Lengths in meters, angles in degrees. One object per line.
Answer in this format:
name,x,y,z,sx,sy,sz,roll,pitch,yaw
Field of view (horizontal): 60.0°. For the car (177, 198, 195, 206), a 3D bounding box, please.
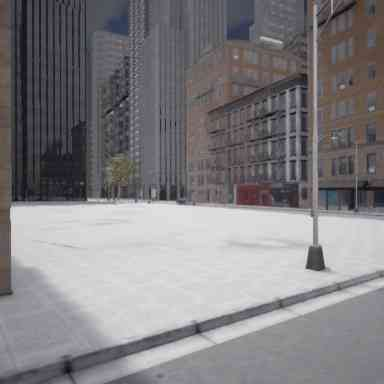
car,-1.108,1.803,60.459,2.128,1.511,4.902,0,0,-26
